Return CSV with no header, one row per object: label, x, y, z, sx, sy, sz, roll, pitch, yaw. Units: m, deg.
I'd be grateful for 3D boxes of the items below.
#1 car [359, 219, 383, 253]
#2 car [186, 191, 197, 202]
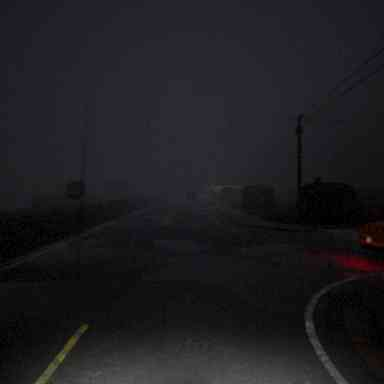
car,8.289,1.416,11.282,5.008,1.535,1.882,0,-1,-8
car,-0.094,1.016,57.472,1.837,1.490,4.892,0,0,0
